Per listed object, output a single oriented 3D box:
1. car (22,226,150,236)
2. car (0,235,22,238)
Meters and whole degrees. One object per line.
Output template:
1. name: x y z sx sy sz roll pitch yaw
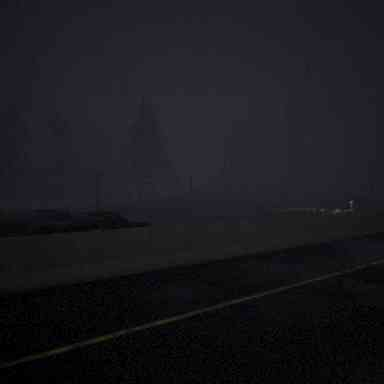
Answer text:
1. car: -4.230 1.505 13.928 4.718 1.301 1.895 0 0 -37
2. car: -7.339 1.482 15.966 4.718 1.301 1.895 0 0 -37
